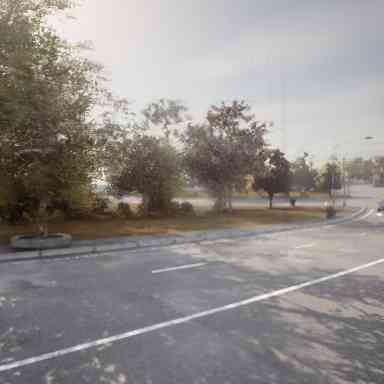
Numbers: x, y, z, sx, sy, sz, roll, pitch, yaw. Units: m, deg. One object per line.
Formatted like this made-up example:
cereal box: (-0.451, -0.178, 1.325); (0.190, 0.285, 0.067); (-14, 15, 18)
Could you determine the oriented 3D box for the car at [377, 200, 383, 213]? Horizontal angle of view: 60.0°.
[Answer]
car: (23.405, 1.686, 39.861); (1.812, 1.442, 4.674); (-1, 1, 33)
